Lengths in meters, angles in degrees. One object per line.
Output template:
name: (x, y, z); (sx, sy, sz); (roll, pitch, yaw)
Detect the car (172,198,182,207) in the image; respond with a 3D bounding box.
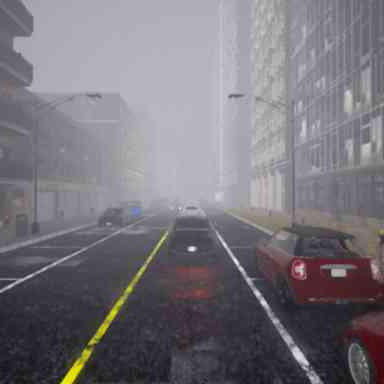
car: (-3.026, 2.042, 65.387); (2.097, 1.767, 4.553); (0, -1, 0)

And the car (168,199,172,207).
car: (-5.699, 1.995, 64.517); (2.192, 1.841, 5.009); (0, -1, 0)

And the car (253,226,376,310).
car: (2.689, 1.525, 8.033); (1.967, 1.590, 4.097); (0, -1, 0)

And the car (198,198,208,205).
car: (2.681, 2.331, 75.982); (1.752, 1.417, 4.829); (0, -1, 0)

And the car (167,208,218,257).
car: (0.021, 1.648, 13.507); (1.837, 1.490, 4.892); (0, 0, 0)

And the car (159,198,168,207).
car: (-5.697, 2.200, 58.866); (1.802, 1.307, 4.206); (0, -1, 0)

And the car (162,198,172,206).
car: (-5.700, 2.244, 75.812); (1.967, 1.590, 4.097); (0, -1, 0)

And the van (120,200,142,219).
van: (-5.694, 1.659, 30.627); (1.690, 1.788, 3.998); (0, -1, 0)

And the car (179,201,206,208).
car: (0.022, 1.826, 28.897); (1.812, 1.442, 4.674); (0, 0, 0)

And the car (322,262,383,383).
car: (2.689, 1.608, 2.385); (1.802, 1.307, 4.206); (0, -1, 0)

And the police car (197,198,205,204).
police car: (2.356, 2.349, 86.730); (1.930, 1.638, 5.238); (0, -1, 0)

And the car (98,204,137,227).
car: (-5.694, 1.826, 24.976); (1.947, 1.339, 4.313); (0, -1, 0)

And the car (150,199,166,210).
car: (-5.697, 2.138, 53.217); (1.802, 1.307, 4.206); (0, -1, 0)
